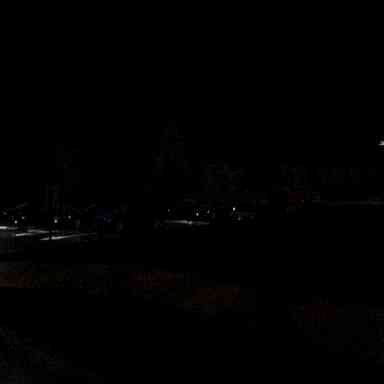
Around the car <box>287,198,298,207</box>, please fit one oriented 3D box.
[{"bbox_3d":[15.150,1.611,51.813,1.994,1.385,4.181,0,0,36],"label":"car"}]

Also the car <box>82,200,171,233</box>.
[{"bbox_3d":[-3.760,1.478,20.064,1.882,1.535,5.008,0,0,36],"label":"car"}]

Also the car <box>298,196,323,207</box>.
[{"bbox_3d":[17.993,1.353,49.771,2.097,1.767,4.553,0,0,36],"label":"car"}]

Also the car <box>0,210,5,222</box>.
[{"bbox_3d":[-12.614,1.526,25.742,1.812,1.442,4.674,0,0,36],"label":"car"}]

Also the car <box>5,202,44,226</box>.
[{"bbox_3d":[-9.817,1.547,23.637,2.033,1.411,5.357,0,0,36],"label":"car"}]

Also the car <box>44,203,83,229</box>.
[{"bbox_3d":[-6.725,1.491,21.938,2.128,1.511,4.902,0,0,36],"label":"car"}]

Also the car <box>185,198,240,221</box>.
[{"bbox_3d":[1.825,1.505,27.735,1.837,1.490,4.892,0,0,36],"label":"car"}]

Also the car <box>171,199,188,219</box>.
[{"bbox_3d":[-1.268,1.601,29.430,1.895,1.301,4.718,0,0,36],"label":"car"}]

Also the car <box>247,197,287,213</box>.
[{"bbox_3d":[8.336,1.478,36.665,1.882,1.535,5.008,0,0,36],"label":"car"}]

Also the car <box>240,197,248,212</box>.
[{"bbox_3d":[6.063,1.505,39.489,1.837,1.490,4.892,0,0,36],"label":"car"}]

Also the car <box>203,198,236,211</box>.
[{"bbox_3d":[3.529,1.506,41.952,1.837,1.490,4.892,0,0,36],"label":"car"}]

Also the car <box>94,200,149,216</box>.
[{"bbox_3d":[-6.970,1.547,33.492,2.033,1.411,5.357,0,0,36],"label":"car"}]

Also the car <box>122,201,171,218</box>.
[{"bbox_3d":[-4.174,1.601,31.387,1.895,1.301,4.718,0,0,36],"label":"car"}]

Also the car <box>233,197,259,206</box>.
[{"bbox_3d":[9.087,1.547,55.389,2.033,1.411,5.357,0,0,36],"label":"car"}]
